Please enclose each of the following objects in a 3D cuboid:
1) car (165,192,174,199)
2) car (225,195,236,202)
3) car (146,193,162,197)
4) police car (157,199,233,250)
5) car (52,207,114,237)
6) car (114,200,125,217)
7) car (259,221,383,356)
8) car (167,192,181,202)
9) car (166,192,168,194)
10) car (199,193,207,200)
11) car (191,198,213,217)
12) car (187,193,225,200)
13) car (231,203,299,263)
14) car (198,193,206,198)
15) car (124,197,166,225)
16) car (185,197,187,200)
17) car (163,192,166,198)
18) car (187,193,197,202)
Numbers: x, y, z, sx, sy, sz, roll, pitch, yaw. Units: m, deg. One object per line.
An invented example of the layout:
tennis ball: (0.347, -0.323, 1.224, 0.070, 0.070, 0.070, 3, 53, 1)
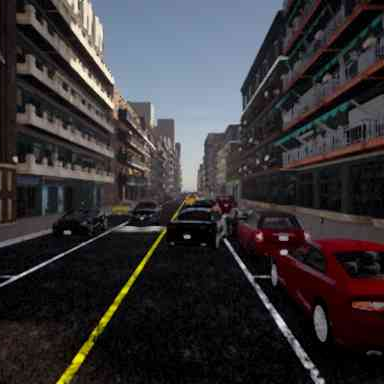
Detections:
car: (-5.691, 0.924, 84.999, 1.967, 1.590, 4.097, 0, 0, 0)
car: (2.692, 1.146, 28.632, 2.192, 1.841, 5.009, 0, 0, 0)
car: (-5.691, 1.169, 45.546, 1.967, 1.590, 4.097, 0, 0, 0)
police car: (0.387, 1.339, 14.194, 1.930, 1.638, 5.238, -1, 0, 13)
car: (-5.690, 1.464, 17.363, 1.947, 1.339, 4.313, 0, 0, 0)
car: (-5.690, 1.358, 28.466, 1.752, 1.417, 4.829, 0, 0, 0)
car: (2.691, 1.509, 6.088, 1.887, 1.381, 4.507, 0, 0, 0)
car: (-3.034, 1.110, 63.817, 2.128, 1.511, 4.902, 0, 0, 1)
car: (-5.690, 0.834, 79.362, 2.192, 1.841, 5.009, 0, 0, 0)
car: (2.689, 1.043, 79.530, 1.752, 1.417, 4.829, 0, 0, 0)
car: (0.822, 1.350, 29.850, 1.812, 1.442, 4.674, 0, 0, 0)
car: (0.898, 1.211, 23.827, 2.097, 1.767, 4.553, 0, 0, 0)
car: (2.691, 1.372, 11.724, 1.967, 1.590, 4.097, 0, 0, 0)
car: (2.689, 0.993, 90.632, 1.887, 1.381, 4.507, 0, 0, 0)
car: (-3.100, 1.370, 22.974, 1.837, 1.490, 4.892, 0, 0, 0)
car: (-0.002, 1.178, 50.235, 1.882, 1.535, 5.008, 0, 0, 0)
car: (-5.690, 1.009, 51.181, 2.192, 1.841, 5.009, 0, 0, 0)
car: (-0.003, 1.085, 65.234, 1.882, 1.535, 5.008, 0, 0, 0)
